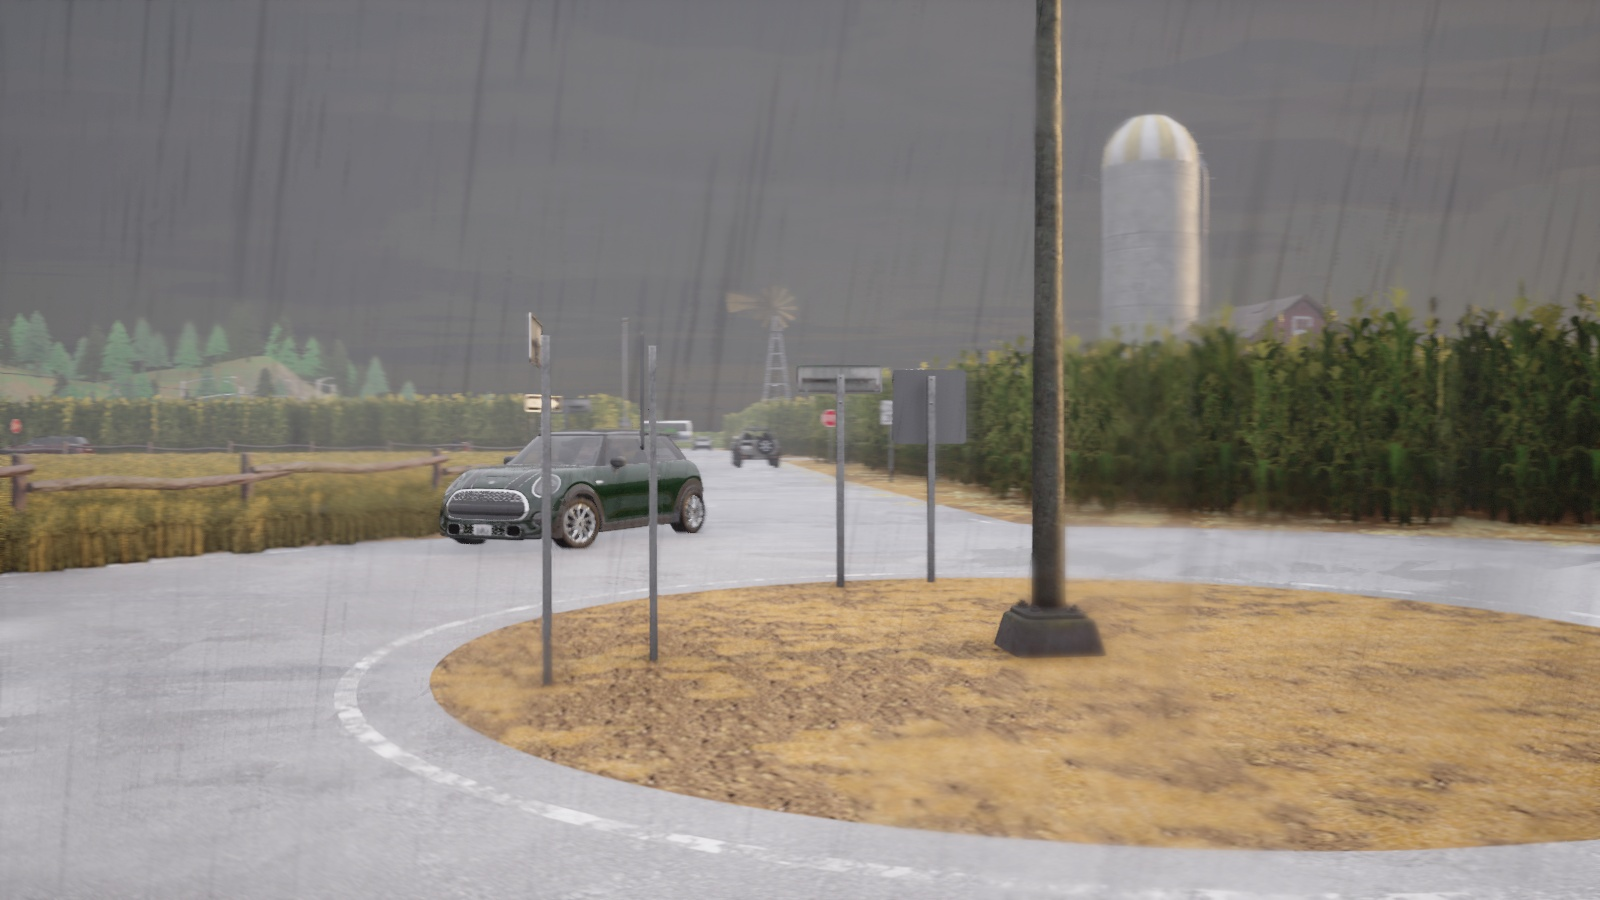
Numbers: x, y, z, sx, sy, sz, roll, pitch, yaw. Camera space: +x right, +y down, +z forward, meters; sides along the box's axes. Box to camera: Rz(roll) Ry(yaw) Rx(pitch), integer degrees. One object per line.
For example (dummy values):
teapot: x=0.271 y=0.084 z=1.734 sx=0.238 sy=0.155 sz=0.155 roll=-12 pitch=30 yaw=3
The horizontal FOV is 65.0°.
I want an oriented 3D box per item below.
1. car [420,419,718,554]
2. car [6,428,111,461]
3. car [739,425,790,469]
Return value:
car: x=-3.304 y=0.450 z=18.962 sx=2.097 sy=1.767 sz=4.553 roll=1 pitch=1 yaw=27
car: x=-40.896 y=-0.324 z=69.367 sx=4.553 sy=1.767 sz=2.097 roll=0 pitch=1 yaw=-6
car: x=-1.629 y=-0.176 z=56.134 sx=1.932 sy=1.855 sz=4.605 roll=0 pitch=1 yaw=-6
